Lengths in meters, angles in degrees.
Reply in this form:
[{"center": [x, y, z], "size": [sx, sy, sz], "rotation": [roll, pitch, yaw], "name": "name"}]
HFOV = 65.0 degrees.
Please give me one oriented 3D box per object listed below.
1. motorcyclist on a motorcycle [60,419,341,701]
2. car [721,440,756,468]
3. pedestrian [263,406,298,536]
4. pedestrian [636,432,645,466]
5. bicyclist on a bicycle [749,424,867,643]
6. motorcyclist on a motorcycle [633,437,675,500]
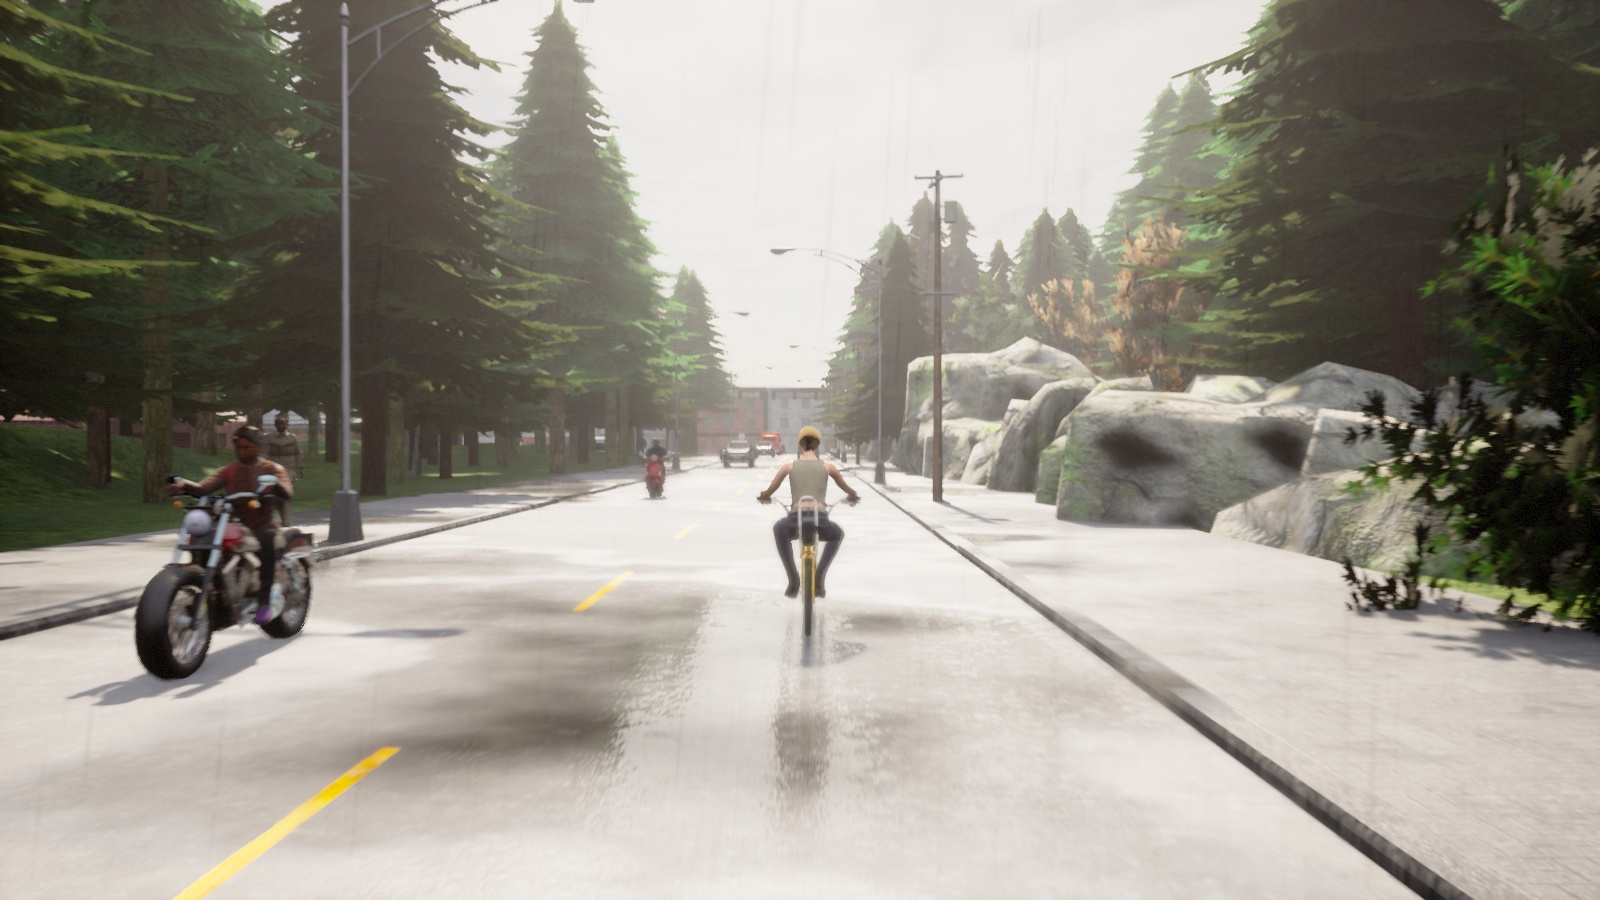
[{"center": [-3.935, 0.631, 8.524], "size": [0.766, 1.649, 2.350], "rotation": [0, 1, 0], "name": "motorcyclist on a motorcycle"}, {"center": [-3.492, 0.191, 71.730], "size": [1.789, 1.549, 3.705], "rotation": [0, 0, 0], "name": "car"}, {"center": [-7.859, 0.309, 19.011], "size": [0.396, 1.930, 0.692], "rotation": [0, 0, -15], "name": "pedestrian"}, {"center": [-8.524, -0.048, 67.214], "size": [0.353, 1.847, 0.614], "rotation": [0, 0, 7], "name": "pedestrian"}, {"center": [0.070, 0.609, 9.994], "size": [0.866, 1.612, 1.509], "rotation": [0, 0, 1], "name": "bicyclist on a bicycle"}, {"center": [-3.768, 0.455, 32.560], "size": [0.866, 1.590, 1.817], "rotation": [0, 0, 0], "name": "motorcyclist on a motorcycle"}]
